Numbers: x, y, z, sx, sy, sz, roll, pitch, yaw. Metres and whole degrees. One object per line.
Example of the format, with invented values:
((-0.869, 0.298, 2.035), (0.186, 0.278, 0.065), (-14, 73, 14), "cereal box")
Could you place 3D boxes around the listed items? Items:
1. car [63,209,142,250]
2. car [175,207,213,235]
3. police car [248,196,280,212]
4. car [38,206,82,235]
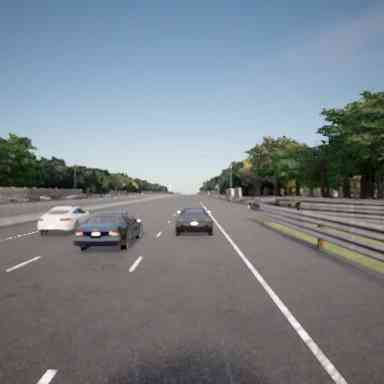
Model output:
((-3.387, 1.533, 14.241), (2.033, 1.411, 5.357), (0, 0, 0), "car")
((0.116, 1.547, 18.660), (1.994, 1.385, 4.181), (0, 0, 0), "car")
((8.044, 1.321, 38.092), (1.930, 1.638, 5.238), (-2, 1, -17), "police car")
((-6.884, 1.509, 18.512), (1.812, 1.442, 4.674), (0, 0, 0), "car")
